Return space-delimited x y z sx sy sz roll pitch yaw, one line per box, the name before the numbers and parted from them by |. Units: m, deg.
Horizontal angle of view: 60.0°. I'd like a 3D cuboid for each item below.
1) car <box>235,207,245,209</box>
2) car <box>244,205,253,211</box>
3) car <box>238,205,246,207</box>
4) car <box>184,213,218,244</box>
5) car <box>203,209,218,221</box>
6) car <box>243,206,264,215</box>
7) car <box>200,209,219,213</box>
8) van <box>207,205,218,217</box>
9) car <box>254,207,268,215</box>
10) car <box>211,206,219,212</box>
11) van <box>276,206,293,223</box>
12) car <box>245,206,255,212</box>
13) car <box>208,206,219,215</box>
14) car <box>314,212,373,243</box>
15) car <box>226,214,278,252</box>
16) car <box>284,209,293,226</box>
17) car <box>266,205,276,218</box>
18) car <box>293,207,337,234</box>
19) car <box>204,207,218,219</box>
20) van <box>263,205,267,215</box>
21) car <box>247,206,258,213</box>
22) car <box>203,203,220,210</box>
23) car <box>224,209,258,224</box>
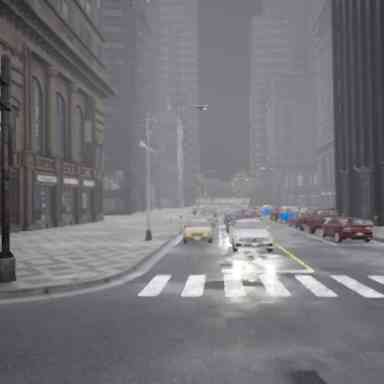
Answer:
car | 4.524 2.717 36.449 1.812 1.442 4.674 -1 -2 5
car | 14.494 4.207 85.609 2.008 1.369 4.403 -2 -2 5
car | 9.313 3.269 56.685 1.882 1.535 5.008 -1 -2 5
car | 0.475 2.234 20.217 1.752 1.417 4.829 -2 -2 5
car | 2.523 3.030 44.720 1.887 1.381 4.507 -2 -2 5
car | 8.487 3.069 46.421 1.895 1.301 4.718 -1 -2 5
car | 1.303 2.574 30.119 2.008 1.369 4.403 -2 -2 5
van | 3.331 3.133 54.460 1.690 1.788 3.998 -2 -2 5
car | 12.329 3.435 59.697 1.802 1.307 4.206 -2 -2 5
car | 5.507 4.147 80.436 1.887 1.381 4.507 -2 -2 5
van | 10.268 2.412 34.876 1.690 1.788 3.998 -2 -2 5
car | 14.061 4.063 80.427 1.947 1.339 4.313 -2 -2 5
car | 4.161 3.543 64.369 1.967 1.590 4.097 -2 -2 5
car | 8.986 2.133 19.669 1.887 1.381 4.507 -2 -2 5
car | 2.888 2.096 16.900 1.812 1.442 4.674 -1 -2 3
car | 9.845 2.492 29.801 1.802 1.307 4.206 -2 -2 5
car | 10.697 2.546 39.944 2.192 1.841 5.009 -2 -2 5
car | 9.409 2.064 24.743 2.192 1.841 5.009 -2 -2 5
car | 2.927 3.079 49.590 1.967 1.590 4.097 -2 -2 5
van | 11.556 2.891 50.077 1.690 1.788 3.998 -2 -2 5
car | 13.628 3.904 75.243 1.947 1.339 4.313 -2 -2 5
car | 2.110 2.647 39.861 2.192 1.841 5.009 -2 -2 5
car | 3.659 2.358 26.211 2.128 1.511 4.902 -1 -2 5
